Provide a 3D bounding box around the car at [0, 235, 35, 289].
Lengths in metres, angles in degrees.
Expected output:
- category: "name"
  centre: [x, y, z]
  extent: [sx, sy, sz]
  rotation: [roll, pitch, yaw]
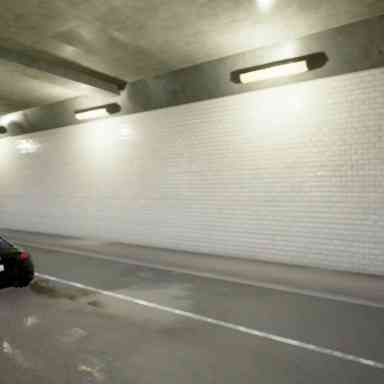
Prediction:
- category: "car"
  centre: [-5.689, 1.561, 8.056]
  extent: [4.181, 1.385, 1.994]
  rotation: [0, 0, 36]
